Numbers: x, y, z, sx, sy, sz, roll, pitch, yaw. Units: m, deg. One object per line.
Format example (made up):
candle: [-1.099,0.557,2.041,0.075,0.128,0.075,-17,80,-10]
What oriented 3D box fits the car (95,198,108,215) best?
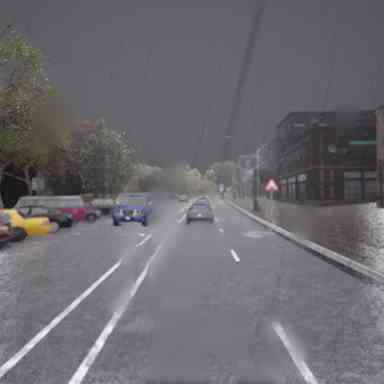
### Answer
car: [-8.732,1.355,30.360,4.553,1.767,2.185,-1,0,-18]

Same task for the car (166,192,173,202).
car: [-6.892,1.289,62.981,5.366,1.575,1.946,-1,0,-17]

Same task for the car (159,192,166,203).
car: [-7.566,1.114,54.033,5.566,2.045,2.435,-1,1,-17]

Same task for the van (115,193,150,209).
van: [-8.117,1.197,45.133,4.442,1.987,1.878,-1,1,-17]

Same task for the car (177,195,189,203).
car: [-1.699,1.300,64.322,1.837,1.490,4.892,0,1,3]

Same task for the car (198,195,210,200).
car: [1.372,1.493,41.648,2.033,1.411,5.357,0,0,3]

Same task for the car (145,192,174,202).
car: [-6.771,0.995,68.806,5.566,2.045,2.435,-1,1,-17]

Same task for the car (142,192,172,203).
car: [-6.880,1.019,65.880,5.566,2.045,2.435,-1,0,-17]

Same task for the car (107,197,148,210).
car: [-8.191,1.466,42.205,4.792,1.488,2.163,-1,0,-17]

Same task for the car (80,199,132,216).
car: [-8.632,1.473,33.322,4.892,1.521,2.231,-1,0,-17]

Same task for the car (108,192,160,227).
car: [-3.821,1.227,23.002,2.150,2.045,5.566,0,0,2]

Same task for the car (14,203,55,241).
car: [-9.440,1.498,15.445,5.366,1.575,1.946,-1,0,-19]

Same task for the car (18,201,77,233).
car: [-9.180,1.498,18.473,5.008,1.535,2.097,-1,0,-19]

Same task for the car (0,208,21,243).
car: [-9.318,1.537,12.534,4.674,1.452,2.002,-1,0,-19]

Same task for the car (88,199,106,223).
car: [-8.998,1.532,24.415,4.674,1.452,2.002,-1,0,-18]

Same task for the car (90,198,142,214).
car: [-8.302,1.457,36.346,5.366,1.575,1.946,-1,0,-17]

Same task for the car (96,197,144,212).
car: [-8.502,1.450,39.202,5.366,1.575,1.946,-1,1,-17]

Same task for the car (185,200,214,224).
car: [0.606,1.565,24.834,1.994,1.385,4.181,0,0,2]

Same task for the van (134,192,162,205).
van: [-7.487,1.119,56.959,4.442,1.987,1.878,-1,1,-17]

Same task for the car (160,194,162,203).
car: [-7.699,1.385,51.093,5.008,1.535,2.097,-1,0,-17]

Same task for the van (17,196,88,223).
van: [-9.210,1.272,21.403,4.442,1.987,1.878,-1,0,-18]
